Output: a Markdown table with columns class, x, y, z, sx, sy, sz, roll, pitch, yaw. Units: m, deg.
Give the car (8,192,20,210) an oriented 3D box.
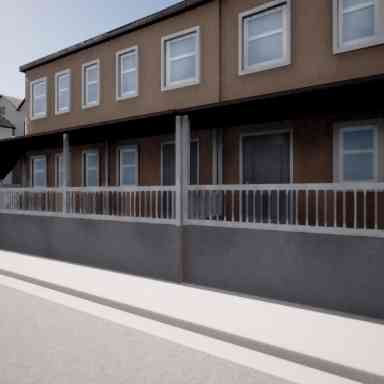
| class | x | y | z | sx | sy | sz | roll | pitch | yaw |
| --- | --- | --- | --- | --- | --- | --- | --- | --- | --- |
| car | -15.132 | 0.850 | 28.667 | 2.033 | 1.411 | 5.357 | 0 | 16 | 34 |
